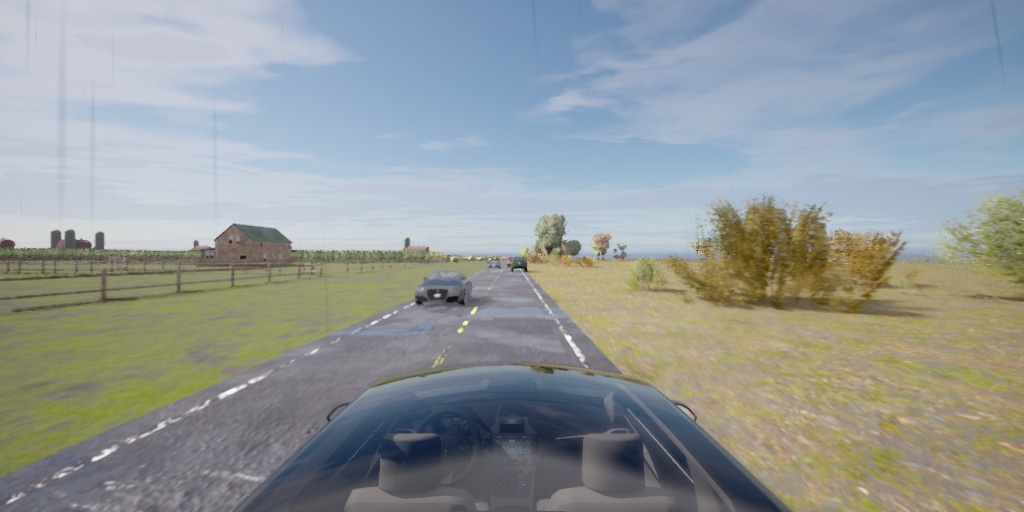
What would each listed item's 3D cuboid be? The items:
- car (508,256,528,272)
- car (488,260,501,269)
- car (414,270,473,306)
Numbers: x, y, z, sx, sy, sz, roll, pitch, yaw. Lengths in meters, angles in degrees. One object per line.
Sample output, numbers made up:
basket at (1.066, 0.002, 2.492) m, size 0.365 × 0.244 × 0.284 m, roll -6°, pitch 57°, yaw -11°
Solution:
car at (0.940, 1.066, 47.748) m, size 2.150 × 2.045 × 5.566 m, roll 0°, pitch 0°, yaw 0°
car at (-2.823, 1.371, 58.449) m, size 2.128 × 1.511 × 4.902 m, roll 0°, pitch 0°, yaw 1°
car at (-2.856, 1.315, 15.719) m, size 1.994 × 1.385 × 4.181 m, roll 0°, pitch 0°, yaw 0°
